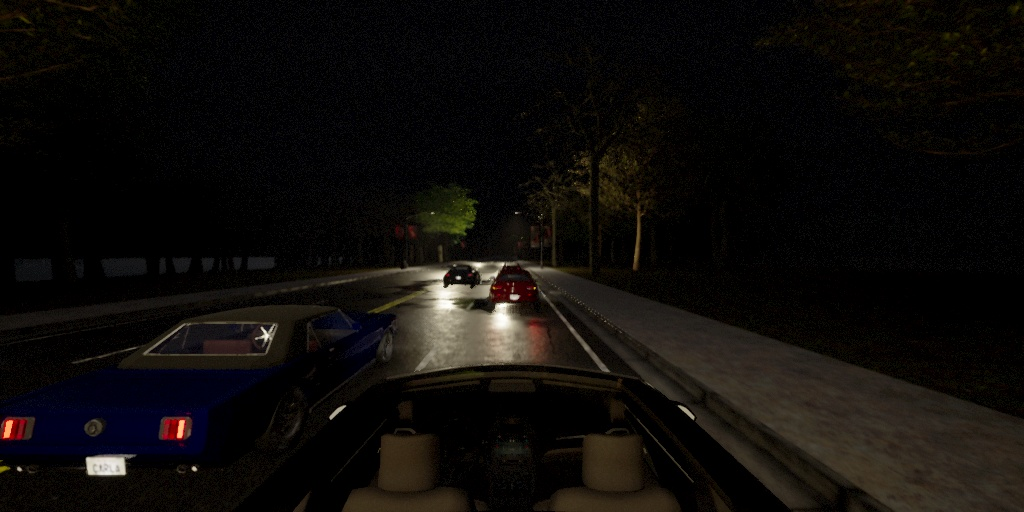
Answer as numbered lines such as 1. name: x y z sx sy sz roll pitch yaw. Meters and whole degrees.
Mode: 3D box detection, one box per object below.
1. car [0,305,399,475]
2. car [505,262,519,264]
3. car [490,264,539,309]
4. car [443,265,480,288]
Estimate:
1. car: -3.153 1.343 5.011 1.895 1.301 4.718 0 0 0
2. car: -0.028 1.282 36.824 1.895 1.301 4.718 0 0 0
3. car: 0.078 1.247 14.679 1.812 1.442 4.674 0 0 0
4. car: -3.203 1.267 23.450 1.994 1.385 4.181 0 0 0
